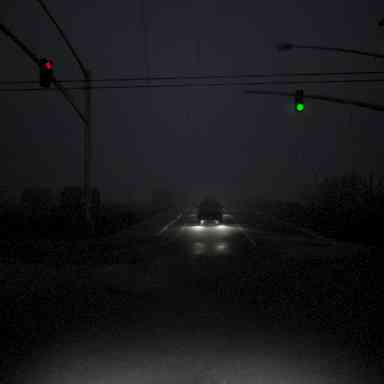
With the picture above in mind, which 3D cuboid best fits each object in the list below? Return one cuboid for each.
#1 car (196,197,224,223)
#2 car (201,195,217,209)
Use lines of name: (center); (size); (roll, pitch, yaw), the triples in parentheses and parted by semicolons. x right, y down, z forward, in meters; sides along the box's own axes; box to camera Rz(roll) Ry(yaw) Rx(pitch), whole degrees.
car: (1.384, 1.443, 25.600); (1.882, 1.535, 5.008); (0, 0, 3)
car: (2.394, 1.318, 45.876); (2.097, 1.767, 4.553); (0, 0, 3)
